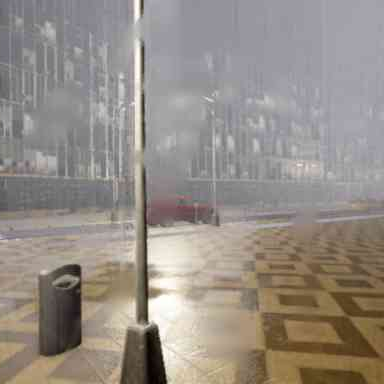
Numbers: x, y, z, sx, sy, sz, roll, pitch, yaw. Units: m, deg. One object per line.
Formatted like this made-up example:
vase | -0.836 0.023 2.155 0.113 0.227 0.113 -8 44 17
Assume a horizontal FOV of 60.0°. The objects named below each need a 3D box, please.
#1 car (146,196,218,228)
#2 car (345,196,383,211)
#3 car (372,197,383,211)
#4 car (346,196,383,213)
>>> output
car | -0.816 1.145 20.089 5.009 1.841 2.192 0 -1 -35
car | 19.554 1.276 37.675 4.892 1.490 1.837 0 -1 -34
car | 21.612 1.276 36.044 4.507 1.381 1.887 0 -1 -35
car | 17.213 1.277 32.945 4.829 1.417 1.752 0 -1 -35
